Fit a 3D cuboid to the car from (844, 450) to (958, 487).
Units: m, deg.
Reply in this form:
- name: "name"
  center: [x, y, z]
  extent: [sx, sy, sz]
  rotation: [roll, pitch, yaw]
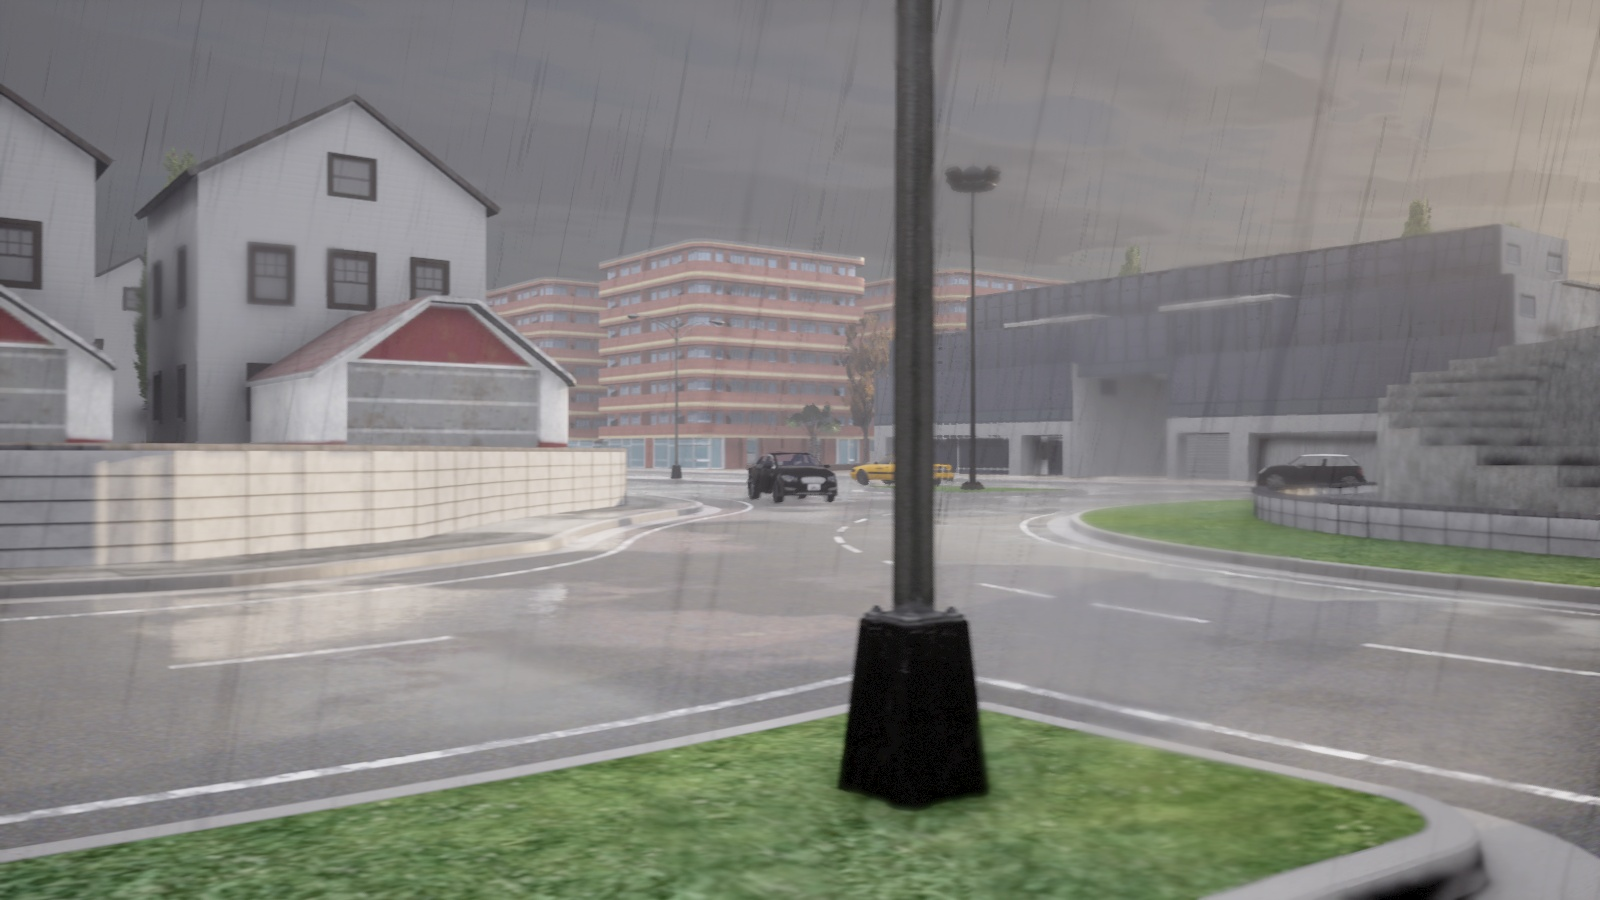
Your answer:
- name: "car"
  center: [4.467, 0.789, 56.203]
  extent: [1.801, 1.575, 5.366]
  rotation: [0, 0, -40]

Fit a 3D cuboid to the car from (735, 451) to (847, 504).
- name: "car"
  center: [-0.363, 0.779, 38.310]
  extent: [2.128, 1.511, 4.902]
  rotation: [0, 0, -16]

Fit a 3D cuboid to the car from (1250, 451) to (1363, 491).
- name: "car"
  center: [19.133, 0.771, 47.429]
  extent: [3.806, 1.475, 1.970]
  rotation: [0, 0, 26]
